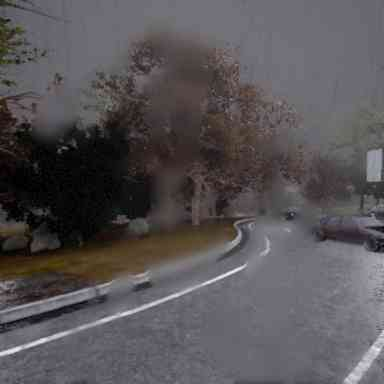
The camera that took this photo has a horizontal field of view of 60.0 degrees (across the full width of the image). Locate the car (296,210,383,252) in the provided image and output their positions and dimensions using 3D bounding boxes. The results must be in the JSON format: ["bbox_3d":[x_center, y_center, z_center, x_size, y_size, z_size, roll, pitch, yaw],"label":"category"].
[{"bbox_3d":[7.555,1.782,15.493,2.033,1.411,5.357,1,-1,-21],"label":"car"}]

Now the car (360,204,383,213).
[{"bbox_3d":[21.422,2.211,37.855,4.892,1.490,1.837,-2,-1,-4],"label":"car"}]

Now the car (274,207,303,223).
[{"bbox_3d":[9.035,2.034,30.250,1.895,1.301,4.718,1,-1,33],"label":"car"}]
